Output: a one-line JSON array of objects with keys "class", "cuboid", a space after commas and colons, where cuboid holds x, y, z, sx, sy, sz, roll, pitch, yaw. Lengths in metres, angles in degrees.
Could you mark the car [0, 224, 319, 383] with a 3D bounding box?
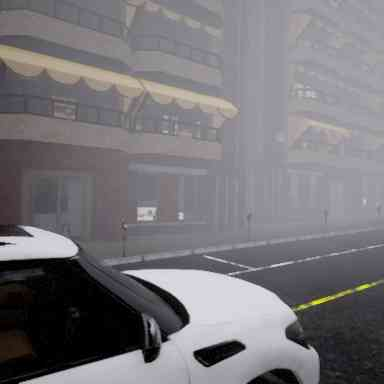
[{"class": "car", "cuboid": [-1.539, 1.223, 2.182, 5.566, 2.045, 2.150, 0, 0, -36]}]
